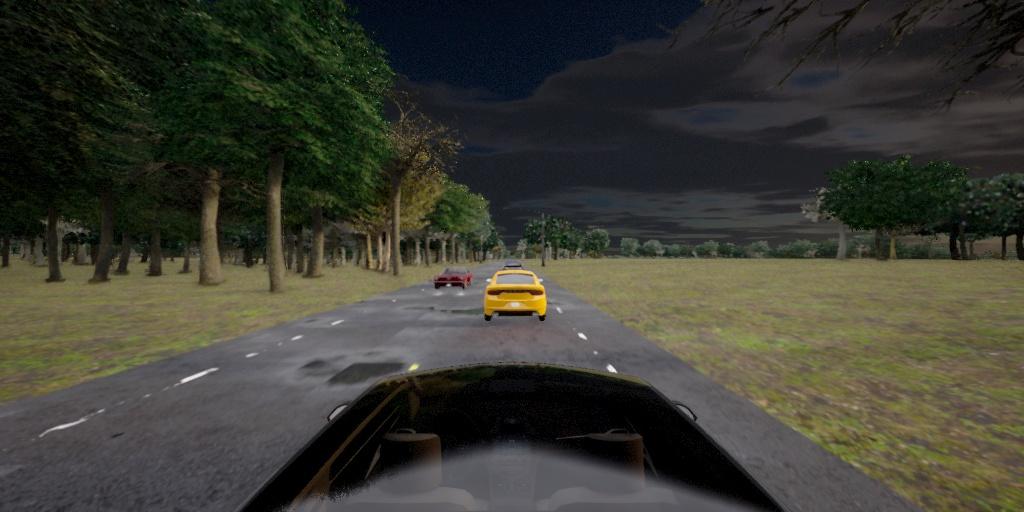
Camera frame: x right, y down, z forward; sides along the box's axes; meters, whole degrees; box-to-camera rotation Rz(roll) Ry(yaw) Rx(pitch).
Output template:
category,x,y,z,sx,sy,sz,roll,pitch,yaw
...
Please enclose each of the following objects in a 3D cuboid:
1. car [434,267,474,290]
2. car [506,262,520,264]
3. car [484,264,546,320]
category,x,y,z,sx,sy,sz,roll,pitch,yaw
car,-3.593,1.358,22.615,1.895,1.301,4.718,0,0,0
car,0.093,1.257,33.172,2.128,1.511,4.902,0,0,0
car,0.097,1.231,12.685,1.882,1.535,5.008,0,0,0
